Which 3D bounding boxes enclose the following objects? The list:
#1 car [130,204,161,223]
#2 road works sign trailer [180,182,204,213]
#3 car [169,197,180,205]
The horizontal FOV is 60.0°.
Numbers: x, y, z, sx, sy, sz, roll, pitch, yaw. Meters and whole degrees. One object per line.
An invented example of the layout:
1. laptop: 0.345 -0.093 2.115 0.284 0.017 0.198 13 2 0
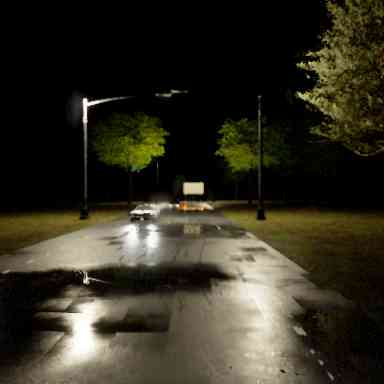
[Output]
1. car: -3.620 1.673 26.322 1.895 1.301 4.718 0 0 0
2. road works sign trailer: 0.189 0.603 39.285 2.380 3.560 2.880 0 0 2
3. car: -3.557 1.801 67.619 1.837 1.490 4.892 0 0 0
